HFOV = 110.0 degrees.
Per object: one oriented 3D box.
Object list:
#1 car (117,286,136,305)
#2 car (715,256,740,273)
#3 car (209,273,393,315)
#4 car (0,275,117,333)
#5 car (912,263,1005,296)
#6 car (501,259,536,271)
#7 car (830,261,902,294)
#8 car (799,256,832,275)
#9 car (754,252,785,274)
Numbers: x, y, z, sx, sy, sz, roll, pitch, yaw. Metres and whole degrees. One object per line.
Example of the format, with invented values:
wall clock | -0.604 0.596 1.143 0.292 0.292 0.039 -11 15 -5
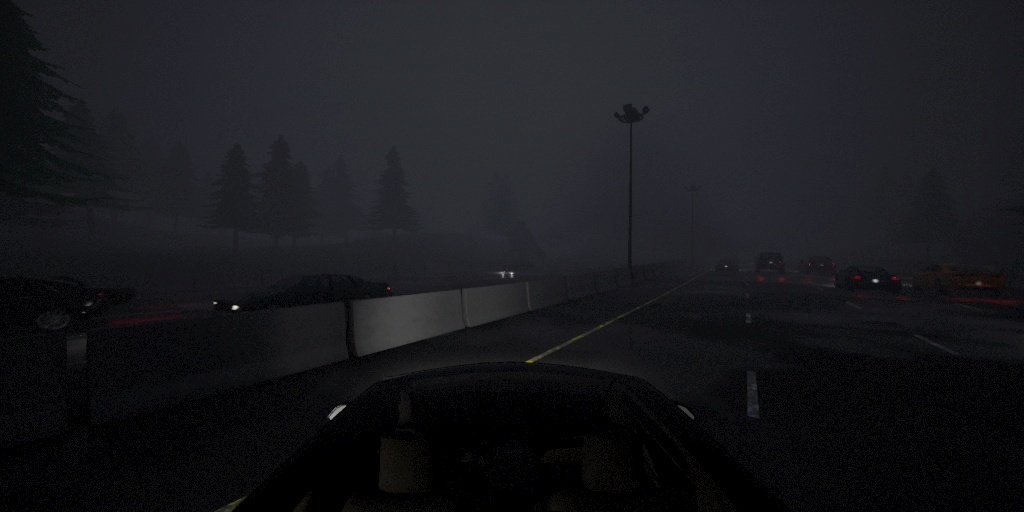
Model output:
car | -15.554 1.338 11.412 1.895 1.301 4.718 0 0 33
car | 22.167 0.956 36.956 1.994 1.385 4.181 0 1 33
car | -6.696 1.288 12.194 2.033 1.411 5.357 0 0 33
car | -13.258 1.243 8.522 1.837 1.490 4.892 0 0 33
car | 22.643 1.100 18.424 1.882 1.535 5.008 0 0 33
car | 0.882 1.101 42.927 2.033 1.411 5.357 0 1 33
car | 19.141 1.195 19.459 1.994 1.385 4.181 0 1 33
car | 27.760 0.758 32.696 2.097 1.767 4.553 0 1 31
car | 24.723 0.628 34.463 2.150 2.045 5.566 0 1 33
